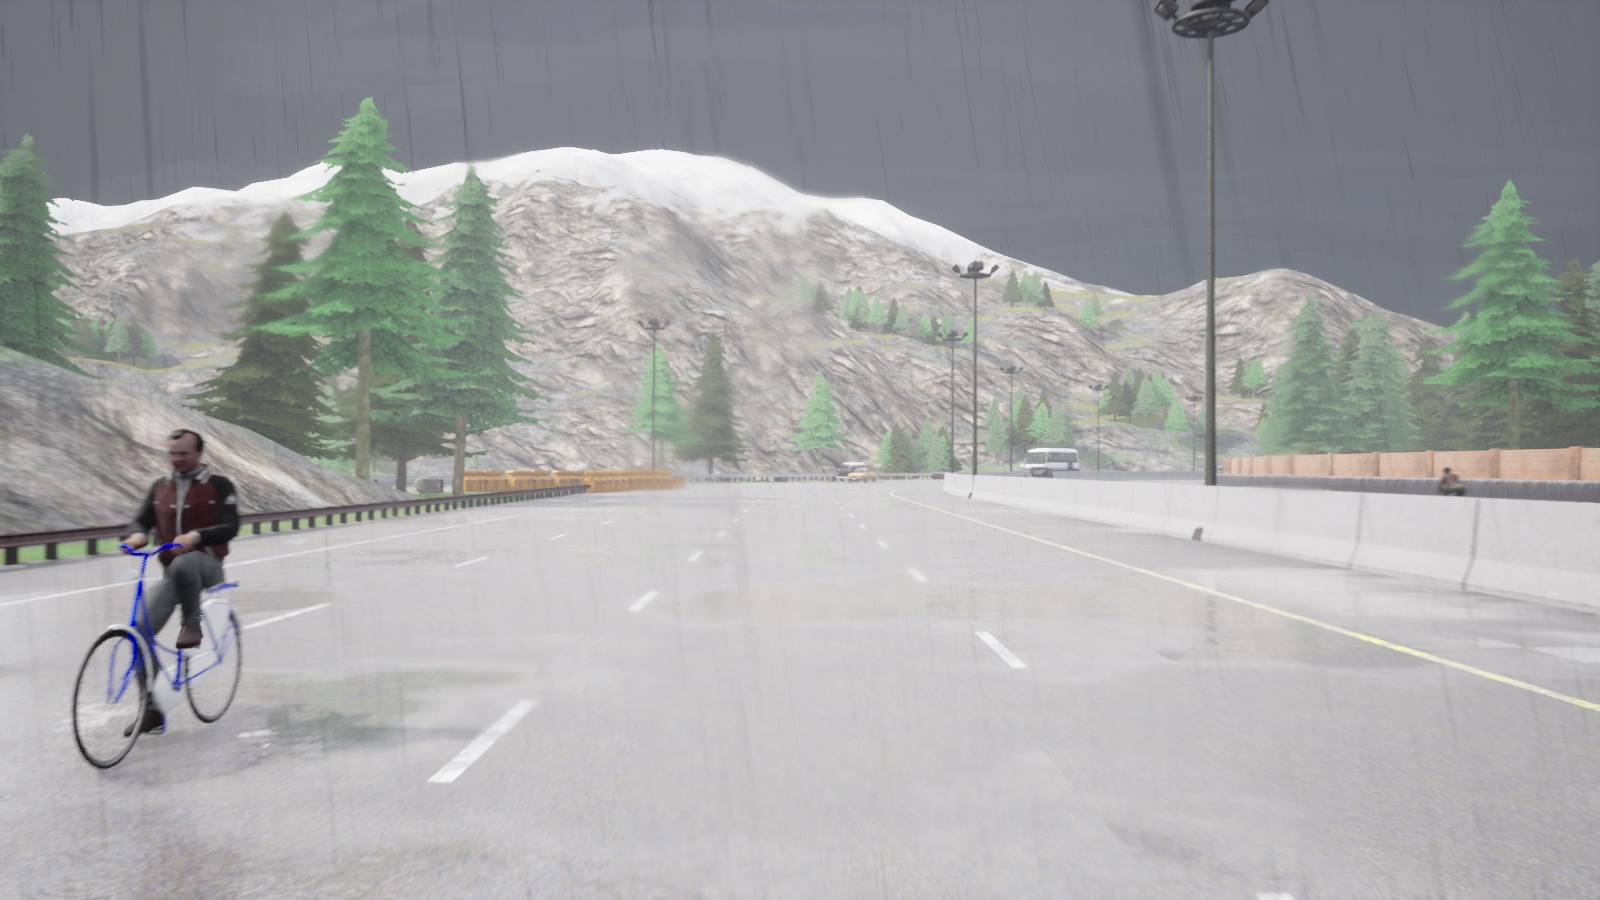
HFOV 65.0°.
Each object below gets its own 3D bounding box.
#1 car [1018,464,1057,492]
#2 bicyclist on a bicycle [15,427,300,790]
[{"bbox_3d":[14.219,1.670,75.301,1.851,1.617,3.988,0,-1,4],"label":"car"},{"bbox_3d":[-3.517,0.790,7.080,0.659,1.776,1.843,0,-1,0],"label":"bicyclist on a bicycle"}]
